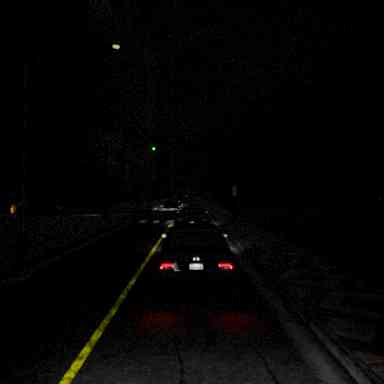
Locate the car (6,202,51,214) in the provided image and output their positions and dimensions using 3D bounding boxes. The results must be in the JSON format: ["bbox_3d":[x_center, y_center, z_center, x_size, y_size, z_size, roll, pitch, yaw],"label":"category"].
[{"bbox_3d":[-19.039,1.817,38.879,4.313,1.339,1.947,0,-2,0],"label":"car"}]

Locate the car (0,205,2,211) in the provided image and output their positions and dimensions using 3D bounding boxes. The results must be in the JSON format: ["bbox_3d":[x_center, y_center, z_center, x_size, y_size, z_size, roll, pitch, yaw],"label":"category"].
[{"bbox_3d":[-24.526,1.837,38.867,4.206,1.307,1.802,0,-2,0],"label":"car"}]

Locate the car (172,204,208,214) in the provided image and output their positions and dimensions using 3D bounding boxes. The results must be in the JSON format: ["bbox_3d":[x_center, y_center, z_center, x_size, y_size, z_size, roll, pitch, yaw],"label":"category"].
[{"bbox_3d":[-0.004,1.622,19.979,1.994,1.385,4.181,0,0,-1],"label":"car"}]

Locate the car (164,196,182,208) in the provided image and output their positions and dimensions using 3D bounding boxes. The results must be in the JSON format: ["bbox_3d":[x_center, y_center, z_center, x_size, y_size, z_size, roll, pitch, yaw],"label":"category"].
[{"bbox_3d":[-3.095,1.754,51.291,2.033,1.411,5.357,0,0,3],"label":"car"}]

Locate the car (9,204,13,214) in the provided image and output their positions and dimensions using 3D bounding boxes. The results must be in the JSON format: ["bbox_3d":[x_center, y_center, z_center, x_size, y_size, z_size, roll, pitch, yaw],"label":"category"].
[{"bbox_3d":[-15.215,1.559,33.030,5.008,1.535,1.882,0,-2,0],"label":"car"}]

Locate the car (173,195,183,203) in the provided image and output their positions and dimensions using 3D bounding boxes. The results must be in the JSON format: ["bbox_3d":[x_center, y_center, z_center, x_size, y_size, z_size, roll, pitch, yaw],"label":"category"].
[{"bbox_3d":[-3.114,1.620,60.919,2.097,1.767,4.553,0,0,0],"label":"car"}]

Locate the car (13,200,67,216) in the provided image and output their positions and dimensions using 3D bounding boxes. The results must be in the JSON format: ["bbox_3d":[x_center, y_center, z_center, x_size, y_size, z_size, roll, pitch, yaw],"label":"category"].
[{"bbox_3d":[-13.567,1.444,30.374,4.097,1.590,1.967,0,-2,-1],"label":"car"}]

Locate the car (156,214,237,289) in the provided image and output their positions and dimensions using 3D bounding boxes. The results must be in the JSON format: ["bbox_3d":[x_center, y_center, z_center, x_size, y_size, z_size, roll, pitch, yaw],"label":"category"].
[{"bbox_3d":[0.082,1.572,9.290,2.033,1.411,5.357,0,0,0],"label":"car"}]

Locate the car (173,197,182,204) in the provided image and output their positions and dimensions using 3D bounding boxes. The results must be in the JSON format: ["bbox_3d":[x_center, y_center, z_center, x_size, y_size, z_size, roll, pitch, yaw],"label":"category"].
[{"bbox_3d":[-3.057,1.857,71.038,1.812,1.442,4.674,0,0,0],"label":"car"}]
